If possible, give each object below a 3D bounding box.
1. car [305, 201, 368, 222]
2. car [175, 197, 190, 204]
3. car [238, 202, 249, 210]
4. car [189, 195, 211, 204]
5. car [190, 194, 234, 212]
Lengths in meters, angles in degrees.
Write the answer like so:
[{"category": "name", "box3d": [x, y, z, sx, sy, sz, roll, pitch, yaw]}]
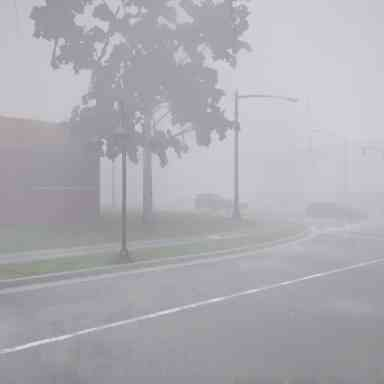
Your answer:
[{"category": "car", "box3d": [11.540, 1.506, 26.842, 1.837, 1.490, 4.892, 0, 0, -34]}, {"category": "car", "box3d": [-1.555, 1.601, 65.449, 1.895, 1.301, 4.718, 0, 0, -34]}, {"category": "car", "box3d": [5.114, 1.601, 42.704, 1.895, 1.301, 4.718, 0, 0, -34]}, {"category": "car", "box3d": [1.629, 1.478, 66.986, 1.882, 1.535, 5.008, 0, 0, -34]}, {"category": "car", "box3d": [2.508, 1.220, 40.316, 2.150, 2.045, 5.566, 0, 0, -34]}]
